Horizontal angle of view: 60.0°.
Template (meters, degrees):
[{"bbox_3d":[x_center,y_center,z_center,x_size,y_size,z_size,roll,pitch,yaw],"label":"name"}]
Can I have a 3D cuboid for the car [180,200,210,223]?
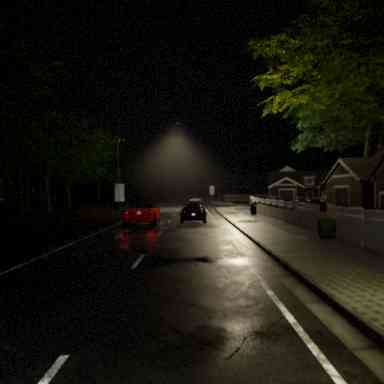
[{"bbox_3d":[0.105,1.569,25.922,1.994,1.385,4.181,0,0,0],"label":"car"}]

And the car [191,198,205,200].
[{"bbox_3d":[0.808,1.461,42.767,2.033,1.411,5.357,0,0,17],"label":"car"}]

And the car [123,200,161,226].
[{"bbox_3d":[-3.394,1.360,23.408,2.097,1.767,4.553,0,0,0],"label":"car"}]
